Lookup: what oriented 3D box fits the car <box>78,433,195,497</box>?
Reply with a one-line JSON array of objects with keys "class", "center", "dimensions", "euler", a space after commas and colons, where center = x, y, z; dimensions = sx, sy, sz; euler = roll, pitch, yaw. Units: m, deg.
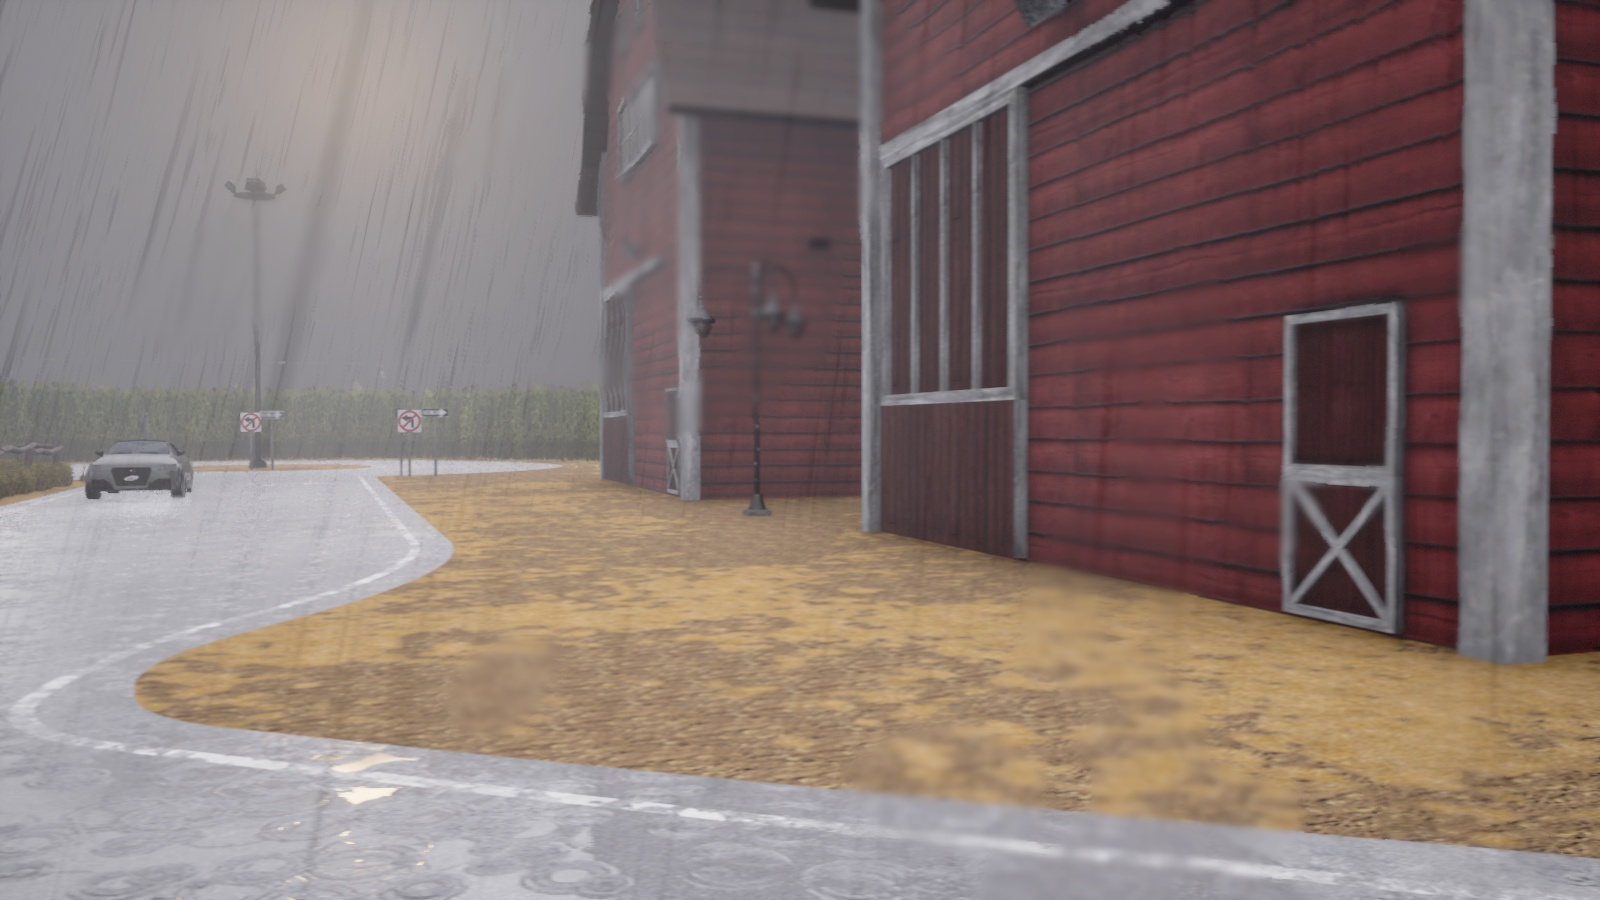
[{"class": "car", "center": [-15.888, 0.310, 30.285], "dimensions": [1.994, 1.385, 4.181], "euler": [0, 1, -21]}]
